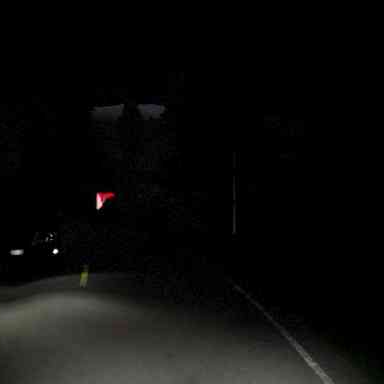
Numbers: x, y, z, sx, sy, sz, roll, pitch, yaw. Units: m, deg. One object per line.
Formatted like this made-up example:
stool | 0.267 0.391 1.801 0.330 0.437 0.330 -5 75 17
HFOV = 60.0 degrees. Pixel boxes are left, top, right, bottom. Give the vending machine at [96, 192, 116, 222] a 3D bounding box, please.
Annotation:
vending machine | -6.328 1.062 24.457 0.880 2.100 1.100 0 1 44

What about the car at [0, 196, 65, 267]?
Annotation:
car | -5.547 1.171 11.026 2.150 2.045 5.566 0 0 -23
